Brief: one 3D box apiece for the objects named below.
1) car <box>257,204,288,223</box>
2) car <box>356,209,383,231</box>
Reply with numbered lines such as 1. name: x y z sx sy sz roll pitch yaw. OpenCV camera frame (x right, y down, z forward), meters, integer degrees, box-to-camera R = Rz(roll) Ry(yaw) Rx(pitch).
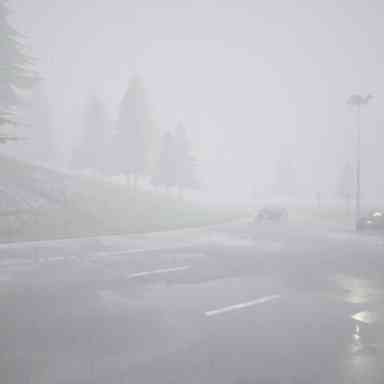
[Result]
1. car: 6.767 1.754 27.860 1.812 1.442 4.674 1 0 26
2. car: 12.235 1.798 21.071 4.181 1.385 1.994 1 0 -35
